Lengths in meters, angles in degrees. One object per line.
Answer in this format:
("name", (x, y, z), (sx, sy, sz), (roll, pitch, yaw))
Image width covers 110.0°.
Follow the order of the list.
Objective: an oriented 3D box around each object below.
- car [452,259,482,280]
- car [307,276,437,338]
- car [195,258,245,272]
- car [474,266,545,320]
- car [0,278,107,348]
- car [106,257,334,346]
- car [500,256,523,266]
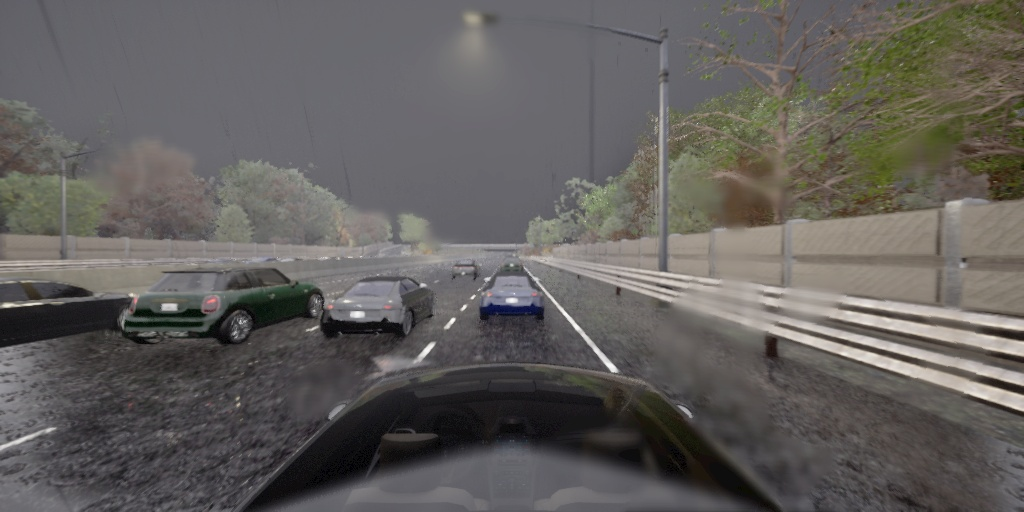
("car", (-3.404, 0.996, 27.418), (2.128, 1.511, 4.902), (0, 1, 0))
("car", (-3.398, 1.234, 9.893), (1.994, 1.385, 4.181), (0, 1, 0))
("car", (-31.572, 0.964, 38.885), (1.994, 1.385, 4.181), (0, 0, 0))
("car", (-0.002, 1.213, 12.193), (1.994, 1.385, 4.181), (0, 1, 0))
("car", (-10.400, 1.197, 7.464), (1.837, 1.490, 4.892), (0, 1, 0))
("car", (-6.900, 1.027, 9.348), (2.097, 1.767, 4.553), (0, 1, 0))
("car", (-0.006, 0.802, 33.583), (2.097, 1.767, 4.553), (0, 1, 0))
